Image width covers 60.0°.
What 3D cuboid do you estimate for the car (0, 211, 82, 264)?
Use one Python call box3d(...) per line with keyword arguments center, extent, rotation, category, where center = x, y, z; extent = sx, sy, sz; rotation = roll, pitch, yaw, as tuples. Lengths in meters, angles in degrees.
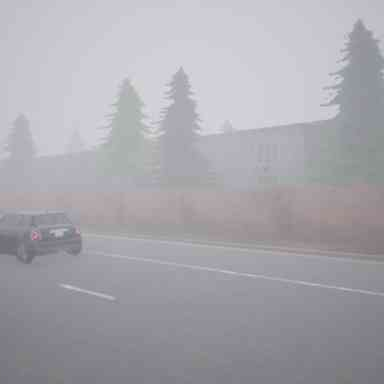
box3d(center=(-6.291, 1.507, 12.707), extent=(4.553, 1.767, 2.097), rotation=(-1, -1, 36), category="car")
